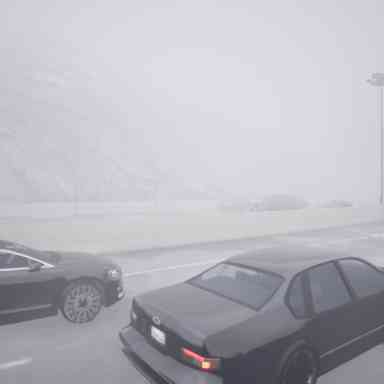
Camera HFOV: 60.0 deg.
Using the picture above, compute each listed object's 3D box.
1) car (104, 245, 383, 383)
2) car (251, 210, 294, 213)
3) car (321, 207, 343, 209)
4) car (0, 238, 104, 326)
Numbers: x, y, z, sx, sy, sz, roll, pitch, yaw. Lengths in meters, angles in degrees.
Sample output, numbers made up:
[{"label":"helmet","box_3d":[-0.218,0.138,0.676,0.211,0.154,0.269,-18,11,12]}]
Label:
[{"label":"car","box_3d":[1.685,1.548,4.948,5.357,1.411,2.033,0,0,-36]},{"label":"car","box_3d":[7.830,1.224,31.614,5.566,2.045,2.150,0,0,-39]},{"label":"car","box_3d":[13.836,1.493,32.104,4.902,1.511,2.128,0,0,-41]},{"label":"car","box_3d":[-3.564,1.492,5.504,4.902,1.511,2.128,0,0,-35]}]
